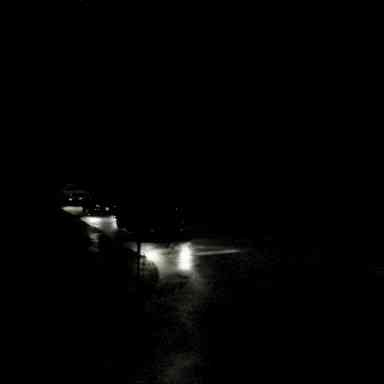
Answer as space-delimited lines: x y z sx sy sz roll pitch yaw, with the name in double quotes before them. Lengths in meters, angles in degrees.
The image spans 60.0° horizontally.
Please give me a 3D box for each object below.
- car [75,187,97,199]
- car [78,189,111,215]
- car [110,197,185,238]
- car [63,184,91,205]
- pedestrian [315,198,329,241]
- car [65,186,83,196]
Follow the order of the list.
"car" -14.983 0.124 46.727 2.128 1.511 4.902 1 1 -28
"car" -6.719 0.798 24.209 1.837 1.490 4.892 1 1 -28
"car" -2.054 1.073 15.400 1.882 1.535 5.008 1 1 -28
"car" -11.669 0.189 33.624 2.150 2.045 5.566 2 1 -28
"pedestrian" 5.593 1.153 14.190 0.375 1.860 0.375 4 -3 -28
"car" -19.843 -0.200 55.927 2.128 1.511 4.902 1 1 -28
